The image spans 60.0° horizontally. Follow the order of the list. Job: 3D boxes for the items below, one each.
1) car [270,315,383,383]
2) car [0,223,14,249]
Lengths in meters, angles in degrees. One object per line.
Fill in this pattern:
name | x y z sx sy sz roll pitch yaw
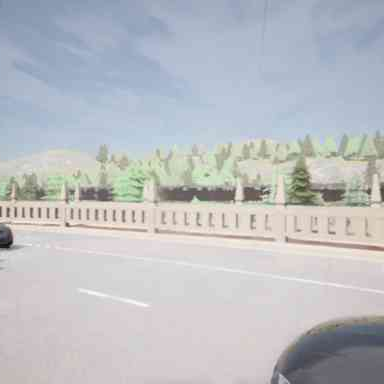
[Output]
car | 2.849 1.476 1.768 4.902 1.511 2.128 0 0 36
car | -9.058 1.560 13.138 4.181 1.385 1.994 0 0 27
